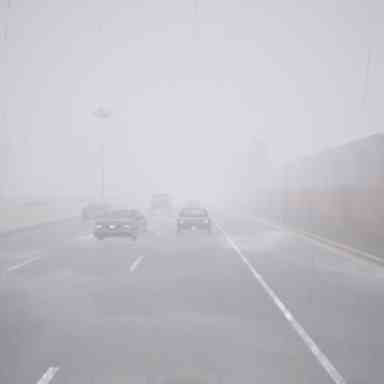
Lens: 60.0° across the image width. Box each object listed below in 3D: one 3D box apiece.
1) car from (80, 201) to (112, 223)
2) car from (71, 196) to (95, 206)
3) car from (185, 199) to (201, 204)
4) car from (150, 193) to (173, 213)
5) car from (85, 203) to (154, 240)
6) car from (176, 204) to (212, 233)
[{"bbox_3d":[-6.896,1.457,25.372,2.128,1.511,4.902,0,0,0],"label":"car"},{"bbox_3d":[-17.501,1.421,53.579,2.128,1.511,4.902,0,0,0],"label":"car"},{"bbox_3d":[0.109,1.511,40.855,1.994,1.385,4.181,0,0,0],"label":"car"},{"bbox_3d":[-3.406,1.173,37.129,2.150,2.045,5.566,0,0,0],"label":"car"},{"bbox_3d":[-3.397,1.525,16.723,2.033,1.411,5.357,0,0,0],"label":"car"},{"bbox_3d":[0.104,1.575,19.459,1.895,1.301,4.718,0,0,0],"label":"car"}]
